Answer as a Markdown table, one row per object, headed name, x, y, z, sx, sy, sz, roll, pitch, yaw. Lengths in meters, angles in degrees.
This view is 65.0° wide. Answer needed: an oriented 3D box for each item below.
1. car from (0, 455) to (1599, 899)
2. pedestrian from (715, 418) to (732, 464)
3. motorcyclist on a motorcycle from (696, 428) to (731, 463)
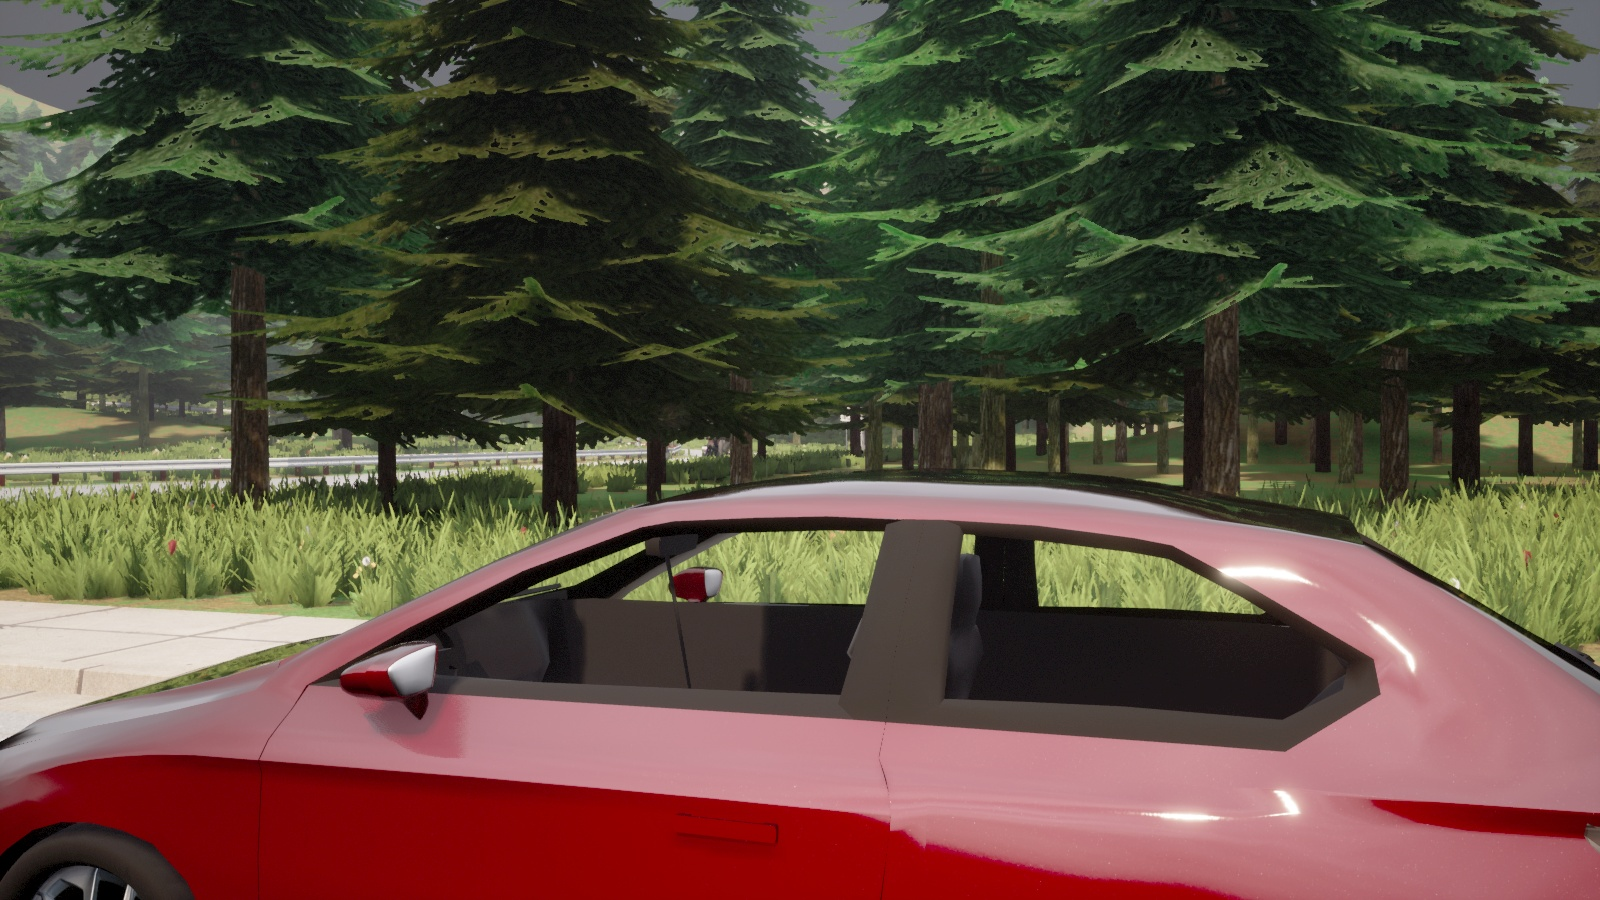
| name | x | y | z | sx | sy | sz | roll | pitch | yaw |
| --- | --- | --- | --- | --- | --- | --- | --- | --- | --- |
| car | -0.113 | 0.788 | 3.231 | 4.193 | 1.474 | 1.816 | 1 | 1 | 19 |
| pedestrian | -3.143 | -0.377 | 51.646 | 0.563 | 1.883 | 0.849 | 0 | 1 | 7 |
| motorcyclist on a motorcycle | -4.157 | -0.236 | 60.611 | 0.766 | 1.649 | 2.350 | 1 | 1 | 20 |
